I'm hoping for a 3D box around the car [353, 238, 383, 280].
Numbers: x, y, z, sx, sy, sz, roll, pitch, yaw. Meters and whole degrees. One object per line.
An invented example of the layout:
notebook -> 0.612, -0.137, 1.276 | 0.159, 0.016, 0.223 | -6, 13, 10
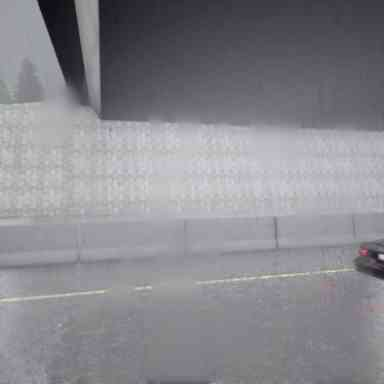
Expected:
car -> 6.454, 1.394, 7.664 | 5.357, 1.411, 2.033 | -1, 1, -15
